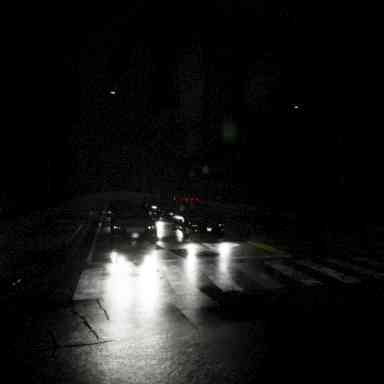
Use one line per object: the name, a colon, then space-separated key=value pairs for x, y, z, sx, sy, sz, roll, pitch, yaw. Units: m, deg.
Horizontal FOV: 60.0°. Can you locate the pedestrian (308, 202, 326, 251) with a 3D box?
pedestrian: x=4.621 y=1.225 z=12.139 sx=0.375 sy=1.860 sz=0.375 roll=1 pitch=0 yaw=-14

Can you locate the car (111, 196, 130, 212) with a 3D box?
car: x=-7.678 y=1.196 z=35.339 sx=1.812 sy=1.442 sz=4.674 roll=1 pitch=1 yaw=-13

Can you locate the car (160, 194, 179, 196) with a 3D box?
car: x=-3.659 y=1.198 z=46.924 sx=2.033 sy=1.411 sz=5.357 roll=1 pitch=0 yaw=-13

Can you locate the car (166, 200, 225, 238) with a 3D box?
car: x=0.166 y=1.362 z=16.745 sx=1.837 sy=1.490 sz=4.892 roll=1 pitch=0 yaw=-14

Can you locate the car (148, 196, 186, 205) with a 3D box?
car: x=-2.064 y=1.290 z=25.950 sx=1.837 sy=1.490 sz=4.892 roll=1 pitch=0 yaw=-14

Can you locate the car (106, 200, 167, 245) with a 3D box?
car: x=-2.679 y=1.326 z=14.708 sx=2.128 sy=1.511 sz=4.902 roll=1 pitch=0 yaw=-14

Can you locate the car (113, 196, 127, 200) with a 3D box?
car: x=-5.123 y=1.303 z=24.777 sx=2.033 sy=1.411 sz=5.357 roll=1 pitch=0 yaw=-14

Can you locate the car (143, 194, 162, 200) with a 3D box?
car: x=-4.517 y=1.250 z=36.072 sx=2.033 sy=1.411 sz=5.357 roll=1 pitch=0 yaw=-14

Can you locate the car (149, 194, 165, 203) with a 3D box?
car: x=-6.016 y=1.058 z=56.406 sx=2.128 sy=1.511 sz=4.902 roll=1 pitch=0 yaw=-14

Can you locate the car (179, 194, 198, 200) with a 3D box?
car: x=-0.495 y=1.036 z=47.609 sx=2.097 sy=1.767 sz=4.553 roll=1 pitch=0 yaw=-13

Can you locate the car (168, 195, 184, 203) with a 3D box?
car: x=-2.866 y=1.200 z=57.203 sx=1.895 sy=1.301 sz=4.718 roll=1 pitch=0 yaw=-14
